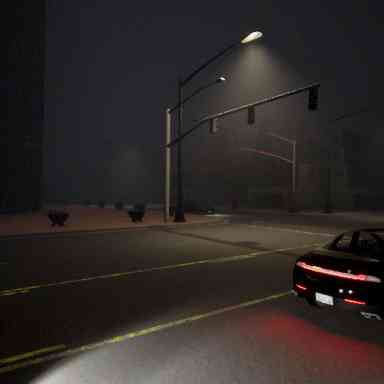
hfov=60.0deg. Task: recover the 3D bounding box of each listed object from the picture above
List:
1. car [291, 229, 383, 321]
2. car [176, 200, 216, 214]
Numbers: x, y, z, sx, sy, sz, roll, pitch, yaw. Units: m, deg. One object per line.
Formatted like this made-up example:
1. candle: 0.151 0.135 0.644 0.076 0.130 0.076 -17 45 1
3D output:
1. car: 4.098 1.503 6.727 4.902 1.511 2.128 0 0 -35
2. car: 0.265 1.624 36.056 2.033 1.411 5.357 1 -1 -35
